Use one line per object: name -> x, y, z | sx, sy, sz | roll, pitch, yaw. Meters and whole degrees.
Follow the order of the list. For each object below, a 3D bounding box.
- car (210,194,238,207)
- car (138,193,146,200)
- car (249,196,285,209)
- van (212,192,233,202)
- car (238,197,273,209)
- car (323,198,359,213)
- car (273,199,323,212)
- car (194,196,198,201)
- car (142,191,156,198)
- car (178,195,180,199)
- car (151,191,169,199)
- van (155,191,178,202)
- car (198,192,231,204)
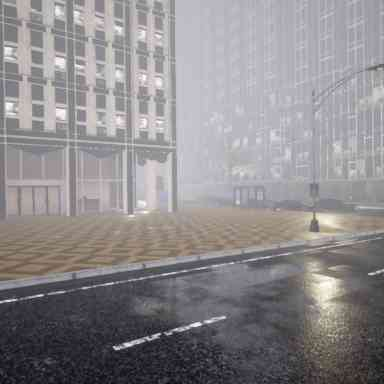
car -> 4.871, 1.319, 45.036 | 1.947, 1.339, 4.313 | 0, 1, -35
car -> -11.190, 1.039, 68.478 | 2.008, 1.369, 4.403 | 0, 1, -35
car -> 9.615, 1.316, 42.785 | 1.994, 1.385, 4.181 | -1, 1, -35
van -> 5.378, 0.855, 59.175 | 1.690, 1.788, 3.998 | 0, 1, -35
car -> 8.044, 1.388, 40.321 | 1.802, 1.307, 4.206 | 0, 1, -35
car -> 15.010, 1.364, 34.946 | 1.812, 1.442, 4.674 | -1, 1, -34
car -> 11.251, 1.424, 35.626 | 1.947, 1.339, 4.313 | 0, 1, -35
car -> 2.157, 1.043, 63.861 | 1.802, 1.307, 4.206 | 0, 1, -35
car -> -10.728, 0.685, 82.590 | 1.967, 1.590, 4.097 | 0, 1, -35
car -> -4.285, 0.935, 73.227 | 1.802, 1.307, 4.206 | 0, 1, -35
car -> -7.506, 0.614, 77.906 | 2.192, 1.841, 5.009 | 0, 1, -35
van -> -4.747, 0.937, 59.110 | 1.690, 1.788, 3.998 | 0, 1, -35
car -> 3.728, 1.205, 51.362 | 2.033, 1.411, 5.357 | -1, 1, -34
